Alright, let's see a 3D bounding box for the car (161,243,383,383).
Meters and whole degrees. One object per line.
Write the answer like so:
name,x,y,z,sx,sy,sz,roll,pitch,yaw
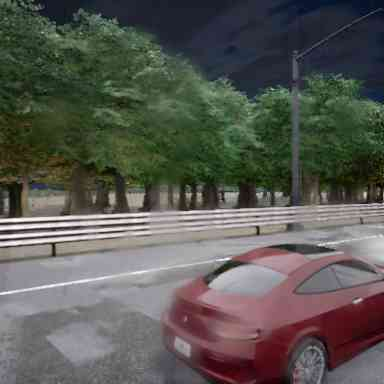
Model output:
car,1.773,1.523,4.984,4.674,1.442,1.812,0,0,-35
